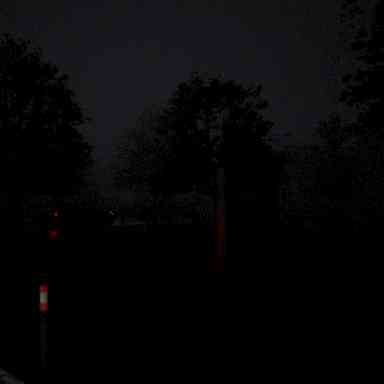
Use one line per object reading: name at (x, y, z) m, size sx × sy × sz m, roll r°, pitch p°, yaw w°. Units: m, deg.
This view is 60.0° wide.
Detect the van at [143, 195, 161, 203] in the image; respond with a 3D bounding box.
van at (-10.824, 1.906, 90.298) m, size 4.442 × 1.987 × 1.878 m, roll 0°, pitch -2°, yaw -17°

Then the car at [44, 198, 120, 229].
car at (-7.600, 1.493, 22.832) m, size 4.553 × 1.767 × 2.097 m, roll 0°, pitch 0°, yaw -45°

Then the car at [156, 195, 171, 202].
car at (-8.942, 1.707, 84.401) m, size 5.566 × 2.045 × 2.435 m, roll 0°, pitch -1°, yaw -17°

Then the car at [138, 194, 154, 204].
car at (-9.741, 1.778, 70.066) m, size 1.812 × 1.442 × 4.674 m, roll 0°, pitch -1°, yaw 0°

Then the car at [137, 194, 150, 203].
car at (-11.741, 1.600, 80.249) m, size 2.150 × 2.045 × 5.566 m, roll 0°, pitch -1°, yaw -17°

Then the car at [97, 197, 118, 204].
car at (-20.303, 1.991, 79.732) m, size 4.892 × 1.521 × 2.231 m, roll 0°, pitch -1°, yaw -17°

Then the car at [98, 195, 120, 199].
car at (-19.500, 1.679, 77.193) m, size 5.566 × 2.045 × 2.435 m, roll 0°, pitch -1°, yaw -17°

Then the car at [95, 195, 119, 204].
car at (-21.105, 1.805, 82.413) m, size 5.566 × 2.045 × 2.435 m, roll 0°, pitch -1°, yaw -17°
